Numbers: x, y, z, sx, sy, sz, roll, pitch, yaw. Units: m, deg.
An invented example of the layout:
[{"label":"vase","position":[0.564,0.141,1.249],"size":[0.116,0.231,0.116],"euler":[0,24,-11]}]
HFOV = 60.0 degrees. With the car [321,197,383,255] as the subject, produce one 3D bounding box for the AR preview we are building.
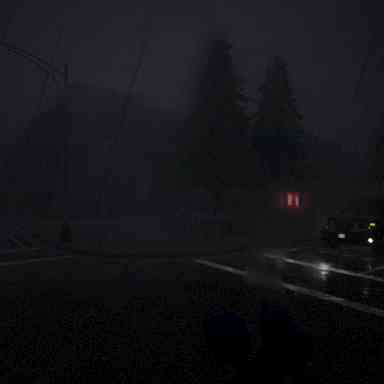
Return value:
[{"label":"car","position":[7.665,1.248,13.763],"size":[5.566,2.045,2.150],"euler":[0,0,-37]}]
